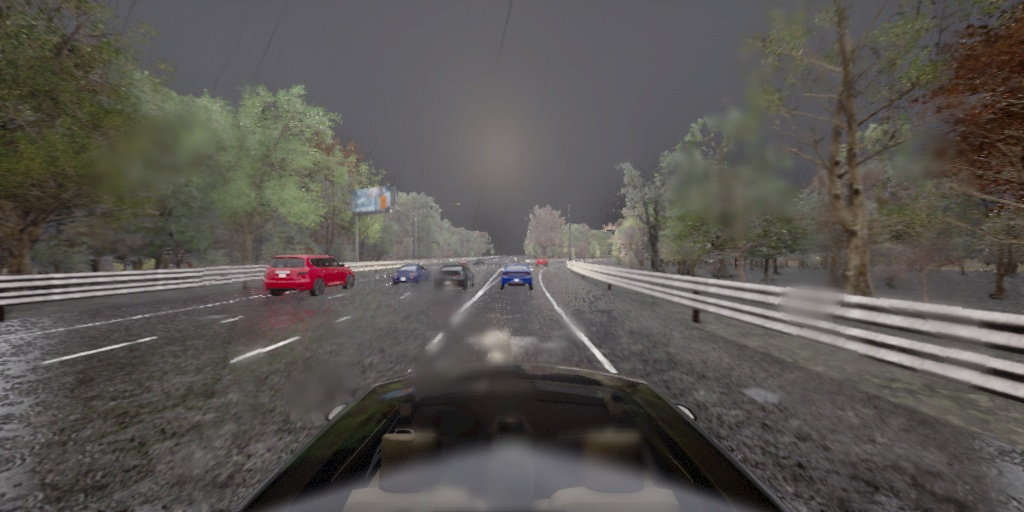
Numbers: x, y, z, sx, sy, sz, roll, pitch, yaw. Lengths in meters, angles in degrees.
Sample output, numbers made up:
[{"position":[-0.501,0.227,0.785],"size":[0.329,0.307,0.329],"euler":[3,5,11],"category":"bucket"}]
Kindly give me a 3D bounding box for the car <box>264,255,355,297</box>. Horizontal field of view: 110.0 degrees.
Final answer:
[{"position":[-10.400,0.971,18.921],"size":[2.150,2.045,5.566],"euler":[0,0,0],"category":"car"}]

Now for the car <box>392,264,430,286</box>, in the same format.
[{"position":[-6.898,1.274,25.035],"size":[1.812,1.442,4.674],"euler":[0,0,0],"category":"car"}]

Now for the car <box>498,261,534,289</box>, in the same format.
[{"position":[0.360,1.225,22.943],"size":[1.882,1.535,5.008],"euler":[0,0,2],"category":"car"}]

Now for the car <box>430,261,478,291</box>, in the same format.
[{"position":[-3.400,1.254,21.996],"size":[1.837,1.490,4.892],"euler":[0,0,0],"category":"car"}]
